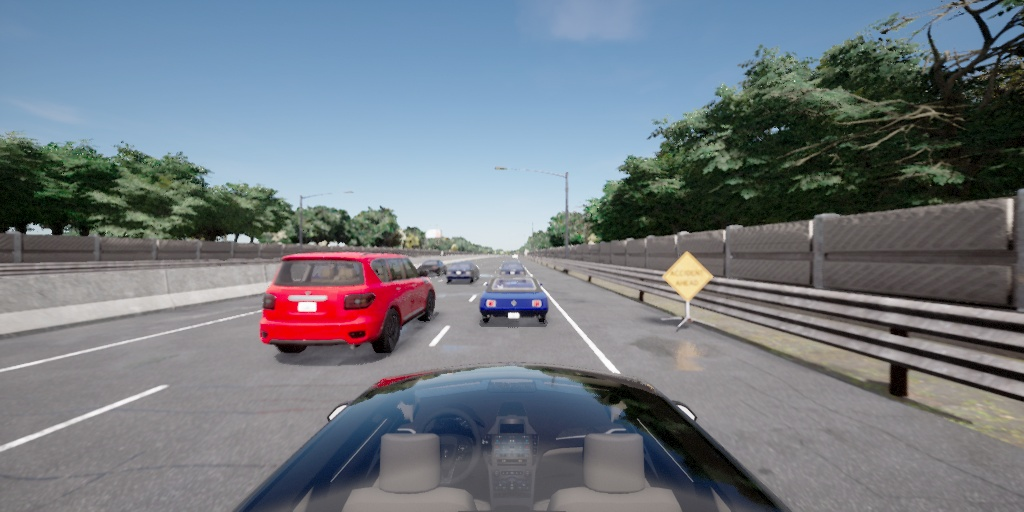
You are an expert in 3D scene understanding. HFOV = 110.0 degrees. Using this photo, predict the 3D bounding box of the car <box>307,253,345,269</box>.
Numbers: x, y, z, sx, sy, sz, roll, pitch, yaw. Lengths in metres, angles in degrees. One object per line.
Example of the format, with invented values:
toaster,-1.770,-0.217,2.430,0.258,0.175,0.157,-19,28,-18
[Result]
car,-24.594,0.620,47.649,2.150,2.045,5.566,0,0,0

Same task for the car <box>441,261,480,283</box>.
car,-3.447,1.119,25.778,2.033,1.411,5.357,0,0,0

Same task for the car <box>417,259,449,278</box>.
car,-6.925,1.050,31.787,1.812,1.442,4.674,0,0,0

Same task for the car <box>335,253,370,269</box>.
car,-21.098,0.619,47.740,2.150,2.045,5.566,0,0,0

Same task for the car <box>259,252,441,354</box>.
car,-3.451,0.923,8.750,2.150,2.045,5.566,0,1,0

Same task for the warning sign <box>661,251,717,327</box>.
warning sign,4.546,0.811,9.294,1.300,1.860,1.060,0,0,0

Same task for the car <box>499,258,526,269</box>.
car,0.053,1.119,25.790,2.033,1.411,5.357,0,0,0

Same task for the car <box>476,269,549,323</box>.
car,0.065,1.278,11.767,1.895,1.301,4.718,0,0,0
